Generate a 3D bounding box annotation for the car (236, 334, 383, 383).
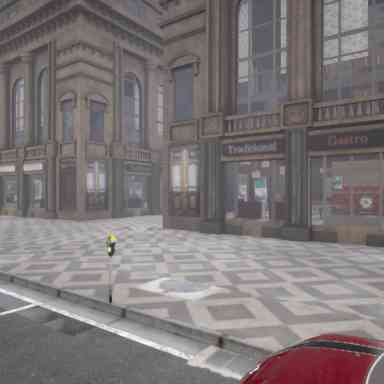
[{"bbox_3d":[1.966,1.440,1.554,4.097,1.590,1.967,0,0,36],"label":"car"}]
